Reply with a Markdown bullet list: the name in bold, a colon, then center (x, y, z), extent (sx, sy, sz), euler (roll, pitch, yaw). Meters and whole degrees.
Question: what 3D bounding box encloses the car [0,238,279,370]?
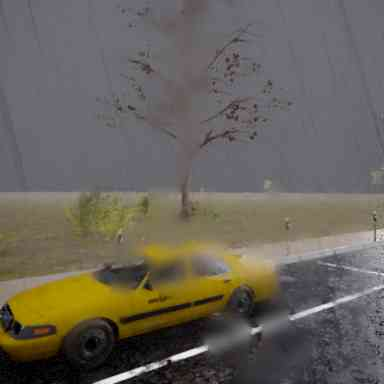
- **car**: center (-0.567, 1.523, 5.693), extent (4.829, 1.417, 1.752), euler (0, 1, -36)
